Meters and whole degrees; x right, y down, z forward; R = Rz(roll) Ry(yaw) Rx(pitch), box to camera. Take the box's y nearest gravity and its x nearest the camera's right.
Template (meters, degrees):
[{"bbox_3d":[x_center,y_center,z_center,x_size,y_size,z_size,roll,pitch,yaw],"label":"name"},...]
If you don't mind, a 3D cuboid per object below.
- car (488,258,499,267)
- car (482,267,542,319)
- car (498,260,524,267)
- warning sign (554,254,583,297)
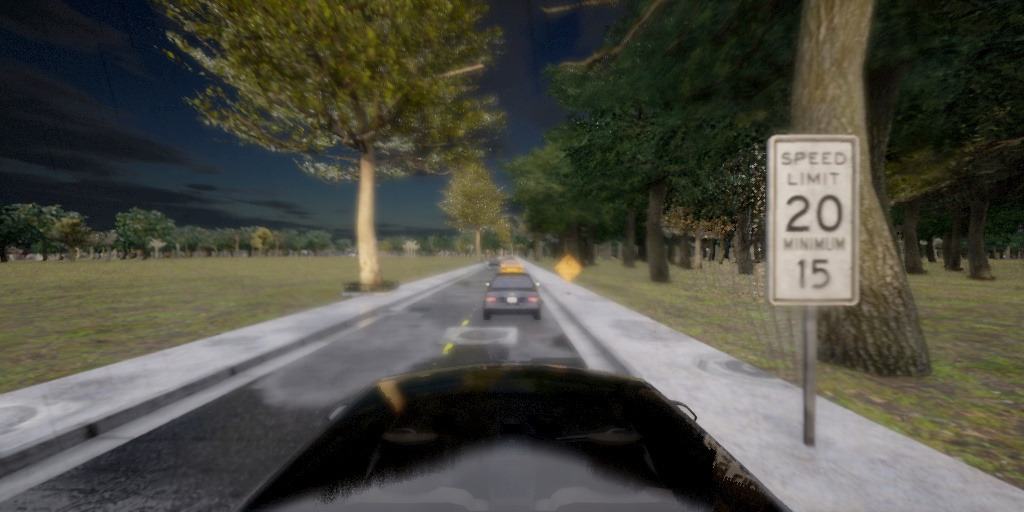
[{"bbox_3d":[-2.826,1.082,59.146,1.837,1.490,4.892,0,0,0],"label":"car"},{"bbox_3d":[0.019,1.273,12.567,2.033,1.411,5.357,0,0,0],"label":"car"},{"bbox_3d":[0.046,1.150,30.914,1.882,1.535,5.008,0,1,0],"label":"car"},{"bbox_3d":[2.513,0.833,15.935,1.300,1.860,1.060,0,0,0],"label":"warning sign"}]
